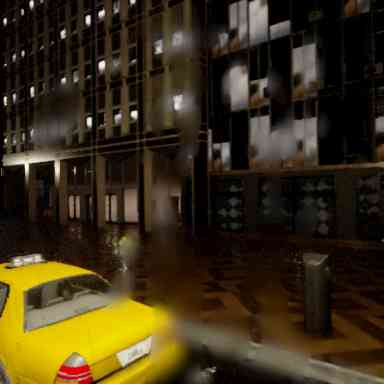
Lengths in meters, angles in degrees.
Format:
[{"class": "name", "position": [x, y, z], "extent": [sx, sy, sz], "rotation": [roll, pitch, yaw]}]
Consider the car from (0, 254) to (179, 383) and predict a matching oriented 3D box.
[{"class": "car", "position": [-2.433, 1.548, 4.620], "extent": [4.829, 1.417, 1.752], "rotation": [0, -1, 36]}]
